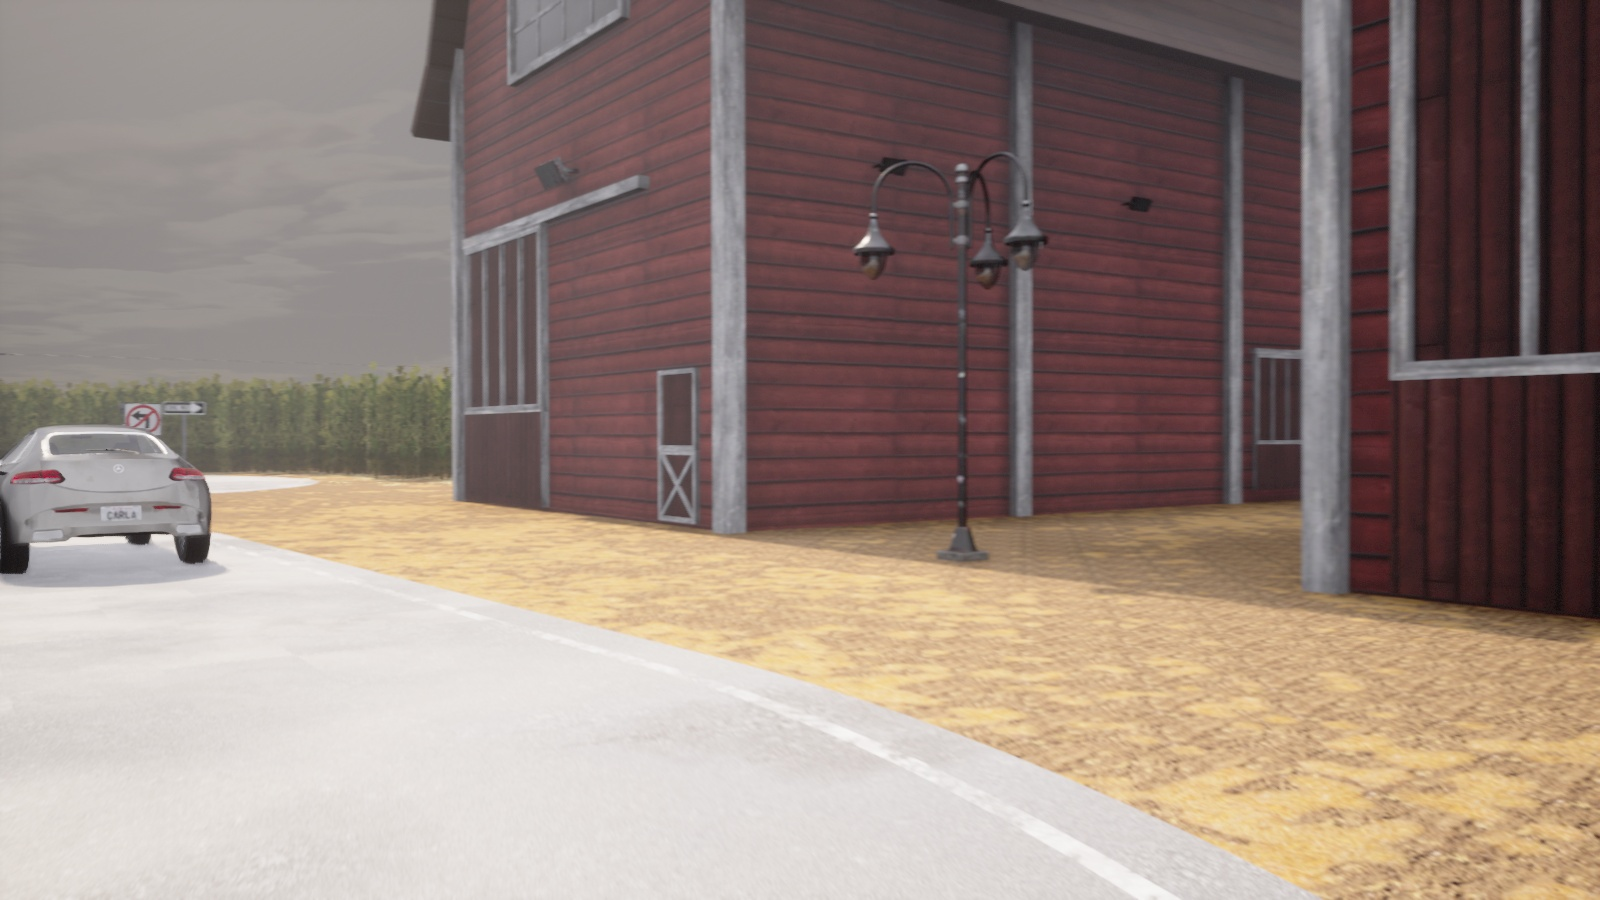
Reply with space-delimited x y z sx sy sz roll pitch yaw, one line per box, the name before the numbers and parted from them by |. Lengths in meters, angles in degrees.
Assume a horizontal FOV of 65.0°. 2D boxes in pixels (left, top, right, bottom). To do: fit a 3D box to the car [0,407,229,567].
car | -8.865 0.350 15.595 2.152 1.651 5.027 -1 1 -38
